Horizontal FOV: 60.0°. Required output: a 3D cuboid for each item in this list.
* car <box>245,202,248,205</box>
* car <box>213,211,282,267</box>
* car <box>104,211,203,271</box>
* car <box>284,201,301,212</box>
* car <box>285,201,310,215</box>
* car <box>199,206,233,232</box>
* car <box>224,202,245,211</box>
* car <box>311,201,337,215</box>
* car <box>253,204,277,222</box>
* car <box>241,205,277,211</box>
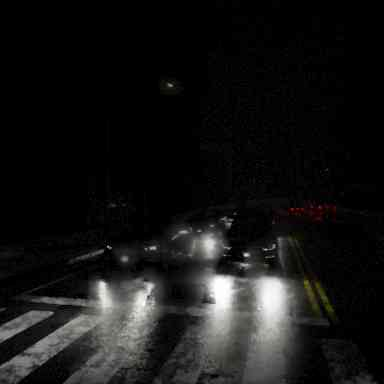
[{"bbox_3d":[6.099,2.033,41.195,1.837,1.490,4.892,0,-1,15],"label":"car"},{"bbox_3d":[2.184,1.639,12.136,1.837,1.490,4.892,0,-1,14],"label":"car"},{"bbox_3d":[-1.281,1.634,11.648,2.128,1.511,4.902,0,-1,14],"label":"car"},{"bbox_3d":[15.064,2.097,50.152,2.128,1.511,4.902,0,-1,14],"label":"car"},{"bbox_3d":[12.765,2.035,40.655,2.033,1.411,5.357,0,-1,15],"label":"car"},{"bbox_3d":[1.065,1.817,21.105,2.033,1.411,5.357,0,-1,14],"label":"car"},{"bbox_3d":[3.559,1.926,31.130,1.812,1.442,4.674,0,-1,14],"label":"car"},{"bbox_3d":[15.884,1.813,39.802,2.097,1.767,4.553,0,-1,14],"label":"car"},{"bbox_3d":[6.980,1.935,31.433,2.033,1.411,5.357,0,-1,14],"label":"car"},{"bbox_3d":[4.469,1.761,21.327,1.837,1.490,4.892,0,-1,14],"label":"car"}]
